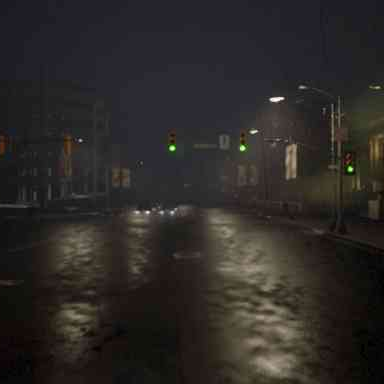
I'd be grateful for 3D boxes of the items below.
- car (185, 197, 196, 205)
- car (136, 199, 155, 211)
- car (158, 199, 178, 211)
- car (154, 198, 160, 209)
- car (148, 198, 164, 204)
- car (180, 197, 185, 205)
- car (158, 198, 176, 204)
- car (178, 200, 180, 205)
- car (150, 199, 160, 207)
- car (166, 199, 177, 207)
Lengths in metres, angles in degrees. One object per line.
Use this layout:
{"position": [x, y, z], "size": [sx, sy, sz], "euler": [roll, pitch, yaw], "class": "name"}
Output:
{"position": [-1.176, 2.144, 82.362], "size": [2.150, 2.045, 5.566], "euler": [0, -1, -29], "class": "car"}
{"position": [-7.093, 2.086, 50.183], "size": [1.812, 1.442, 4.674], "euler": [0, -1, 0], "class": "car"}
{"position": [-3.595, 2.070, 50.612], "size": [1.837, 1.490, 4.892], "euler": [0, -1, 0], "class": "car"}
{"position": [-7.092, 2.213, 59.686], "size": [2.033, 1.411, 5.357], "euler": [0, -1, 0], "class": "car"}
{"position": [-9.605, 2.442, 88.966], "size": [1.837, 1.490, 4.892], "euler": [1, -1, -43], "class": "car"}
{"position": [-4.212, 2.452, 80.628], "size": [1.994, 1.385, 4.181], "euler": [0, -1, -29], "class": "car"}
{"position": [-6.878, 2.497, 91.160], "size": [2.033, 1.411, 5.357], "euler": [1, -1, -43], "class": "car"}
{"position": [-3.598, 2.175, 60.027], "size": [1.837, 1.490, 4.892], "euler": [0, -1, 0], "class": "car"}
{"position": [-7.793, 2.278, 69.716], "size": [1.837, 1.490, 4.892], "euler": [0, -1, -10], "class": "car"}
{"position": [-4.377, 2.264, 70.423], "size": [1.882, 1.535, 5.008], "euler": [0, -1, -10], "class": "car"}
